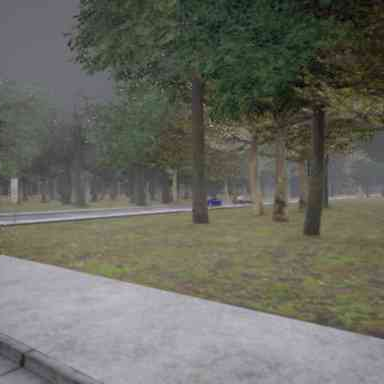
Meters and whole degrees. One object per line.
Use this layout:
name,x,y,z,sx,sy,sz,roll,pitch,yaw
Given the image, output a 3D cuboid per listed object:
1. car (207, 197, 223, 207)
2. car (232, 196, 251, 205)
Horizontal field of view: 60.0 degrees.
car,2.693,1.416,48.996,1.882,1.535,5.008,0,0,35
car,8.628,1.458,57.496,1.812,1.442,4.674,0,0,35
